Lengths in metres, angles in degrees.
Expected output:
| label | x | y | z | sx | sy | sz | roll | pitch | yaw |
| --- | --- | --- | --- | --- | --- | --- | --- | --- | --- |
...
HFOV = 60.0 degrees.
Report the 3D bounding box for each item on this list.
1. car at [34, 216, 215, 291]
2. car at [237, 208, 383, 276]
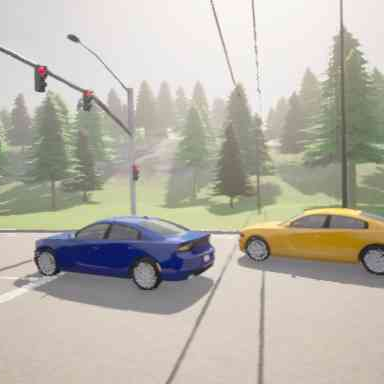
| label | x | y | z | sx | sy | sz | roll | pitch | yaw |
| --- | --- | --- | --- | --- | --- | --- | --- | --- | --- |
| car | -1.885 | 1.370 | 8.606 | 5.008 | 1.535 | 1.882 | -1 | 1 | 27 |
| car | 3.714 | 1.216 | 9.442 | 5.008 | 1.535 | 1.882 | -1 | 1 | 34 |
